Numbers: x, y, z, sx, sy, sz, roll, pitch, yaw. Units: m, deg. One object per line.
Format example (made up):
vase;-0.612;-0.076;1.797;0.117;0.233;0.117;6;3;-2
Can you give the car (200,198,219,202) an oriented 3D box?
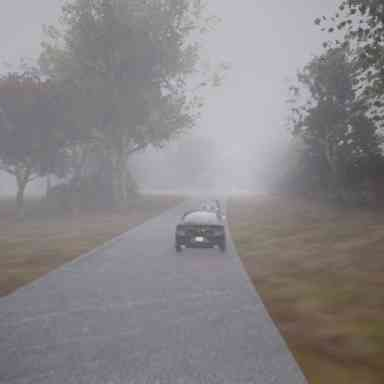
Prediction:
car;1.410;1.209;27.127;2.033;1.411;5.357;0;2;6

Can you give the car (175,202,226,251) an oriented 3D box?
car;0.423;1.443;14.037;1.882;1.535;5.008;0;1;4
